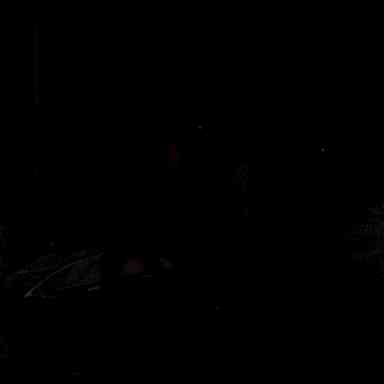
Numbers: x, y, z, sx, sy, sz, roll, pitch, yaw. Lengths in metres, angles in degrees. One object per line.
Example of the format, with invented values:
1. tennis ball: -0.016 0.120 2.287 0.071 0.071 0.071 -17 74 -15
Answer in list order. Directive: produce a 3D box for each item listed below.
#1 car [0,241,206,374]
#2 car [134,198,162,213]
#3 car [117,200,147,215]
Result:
1. car: -1.805 1.542 5.363 4.403 1.369 2.008 0 0 -36
2. car: -6.290 1.840 45.777 2.150 2.045 5.566 -1 -1 -36
3. car: -8.096 2.122 42.726 1.837 1.490 4.892 -1 -1 -36
